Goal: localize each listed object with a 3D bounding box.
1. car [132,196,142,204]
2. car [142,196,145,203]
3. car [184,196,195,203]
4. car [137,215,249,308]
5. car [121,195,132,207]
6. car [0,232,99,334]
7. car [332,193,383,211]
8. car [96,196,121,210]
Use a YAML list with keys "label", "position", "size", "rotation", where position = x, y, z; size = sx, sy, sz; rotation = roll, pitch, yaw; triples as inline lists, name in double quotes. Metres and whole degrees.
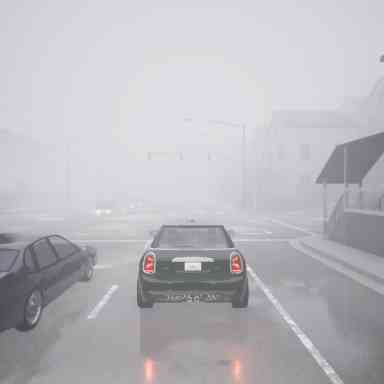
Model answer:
- label: "car"
  position: [-11.198, 1.491, 61.897]
  size: [2.128, 1.511, 4.902]
  rotation: [0, 0, 0]
- label: "car"
  position: [-11.244, 1.521, 72.170]
  size: [2.128, 1.511, 4.902]
  rotation: [0, 0, -1]
- label: "car"
  position: [-0.583, 1.525, 66.234]
  size: [1.812, 1.442, 4.674]
  rotation: [0, 0, -1]
- label: "car"
  position: [0.003, 1.352, 8.080]
  size: [2.097, 1.767, 4.553]
  rotation: [0, 0, 0]
- label: "car"
  position: [-11.125, 1.352, 51.828]
  size: [2.097, 1.767, 4.553]
  rotation: [0, 0, -1]
- label: "car"
  position: [-3.488, 1.547, 6.798]
  size: [2.033, 1.411, 5.357]
  rotation: [0, 0, 0]
- label: "car"
  position: [14.110, 0.954, 27.907]
  size: [4.674, 1.442, 1.812]
  rotation: [-15, 0, -2]
- label: "car"
  position: [-11.042, 1.564, 43.173]
  size: [1.994, 1.385, 4.181]
  rotation: [0, 0, -1]
